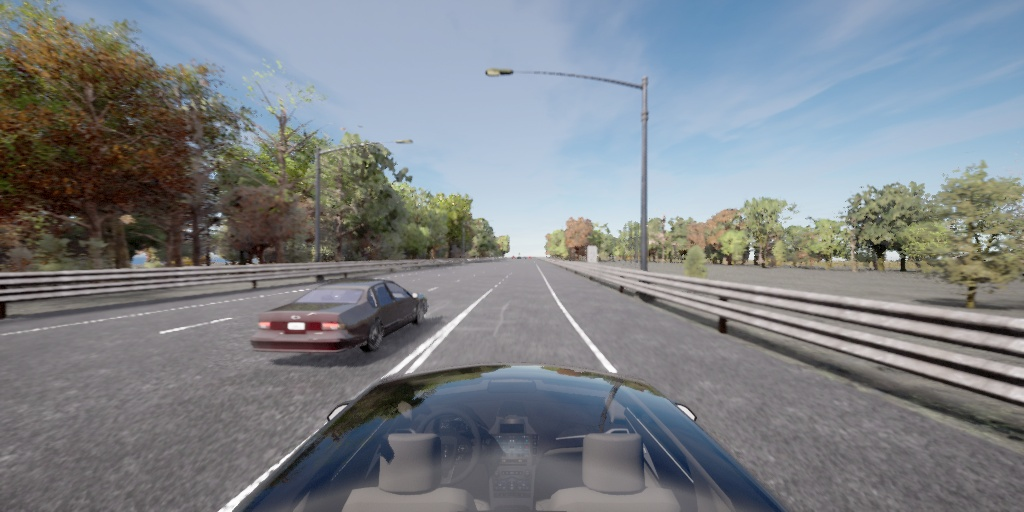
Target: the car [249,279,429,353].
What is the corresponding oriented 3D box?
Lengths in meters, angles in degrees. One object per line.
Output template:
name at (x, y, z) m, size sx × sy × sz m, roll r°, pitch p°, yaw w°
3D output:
car at (-3.632, 1.275, 8.771) m, size 2.033 × 1.411 × 5.357 m, roll 0°, pitch 0°, yaw 3°
